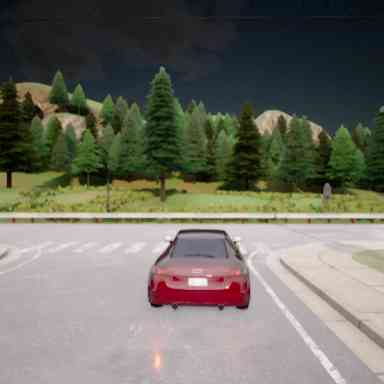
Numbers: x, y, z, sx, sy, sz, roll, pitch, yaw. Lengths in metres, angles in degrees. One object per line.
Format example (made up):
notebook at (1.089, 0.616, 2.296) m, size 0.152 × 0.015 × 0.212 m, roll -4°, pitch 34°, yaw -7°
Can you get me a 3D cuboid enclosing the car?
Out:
car at (0.241, 1.552, 7.870) m, size 1.994 × 1.385 × 4.181 m, roll 0°, pitch 0°, yaw 4°
